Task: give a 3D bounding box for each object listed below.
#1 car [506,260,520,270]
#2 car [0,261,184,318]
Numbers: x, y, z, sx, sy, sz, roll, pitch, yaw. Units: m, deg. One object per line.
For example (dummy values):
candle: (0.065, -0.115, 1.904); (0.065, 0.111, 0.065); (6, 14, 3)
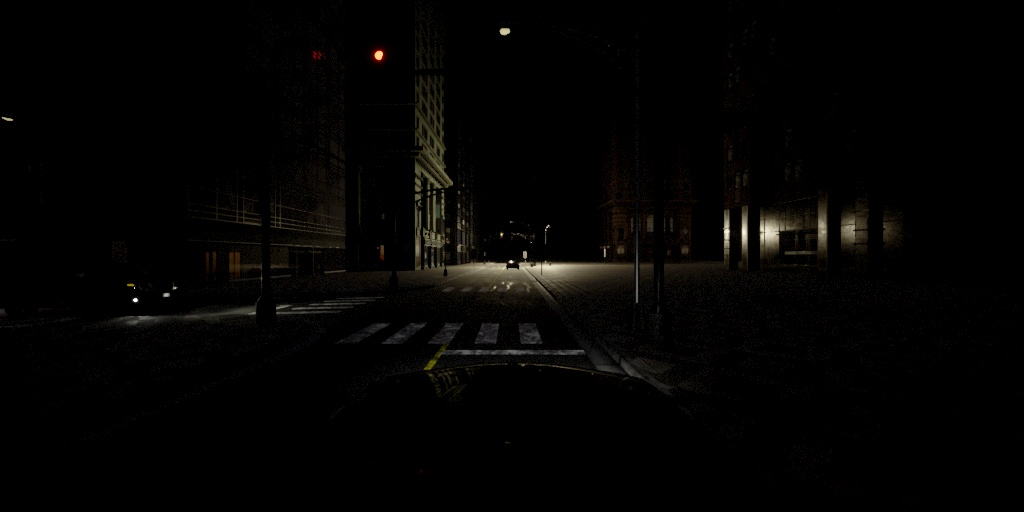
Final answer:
car: (0.117, 1.325, 53.436); (1.994, 1.385, 4.181); (0, 0, 0)
car: (-16.103, 1.192, 13.818); (5.566, 2.045, 2.150); (-1, 0, 0)
